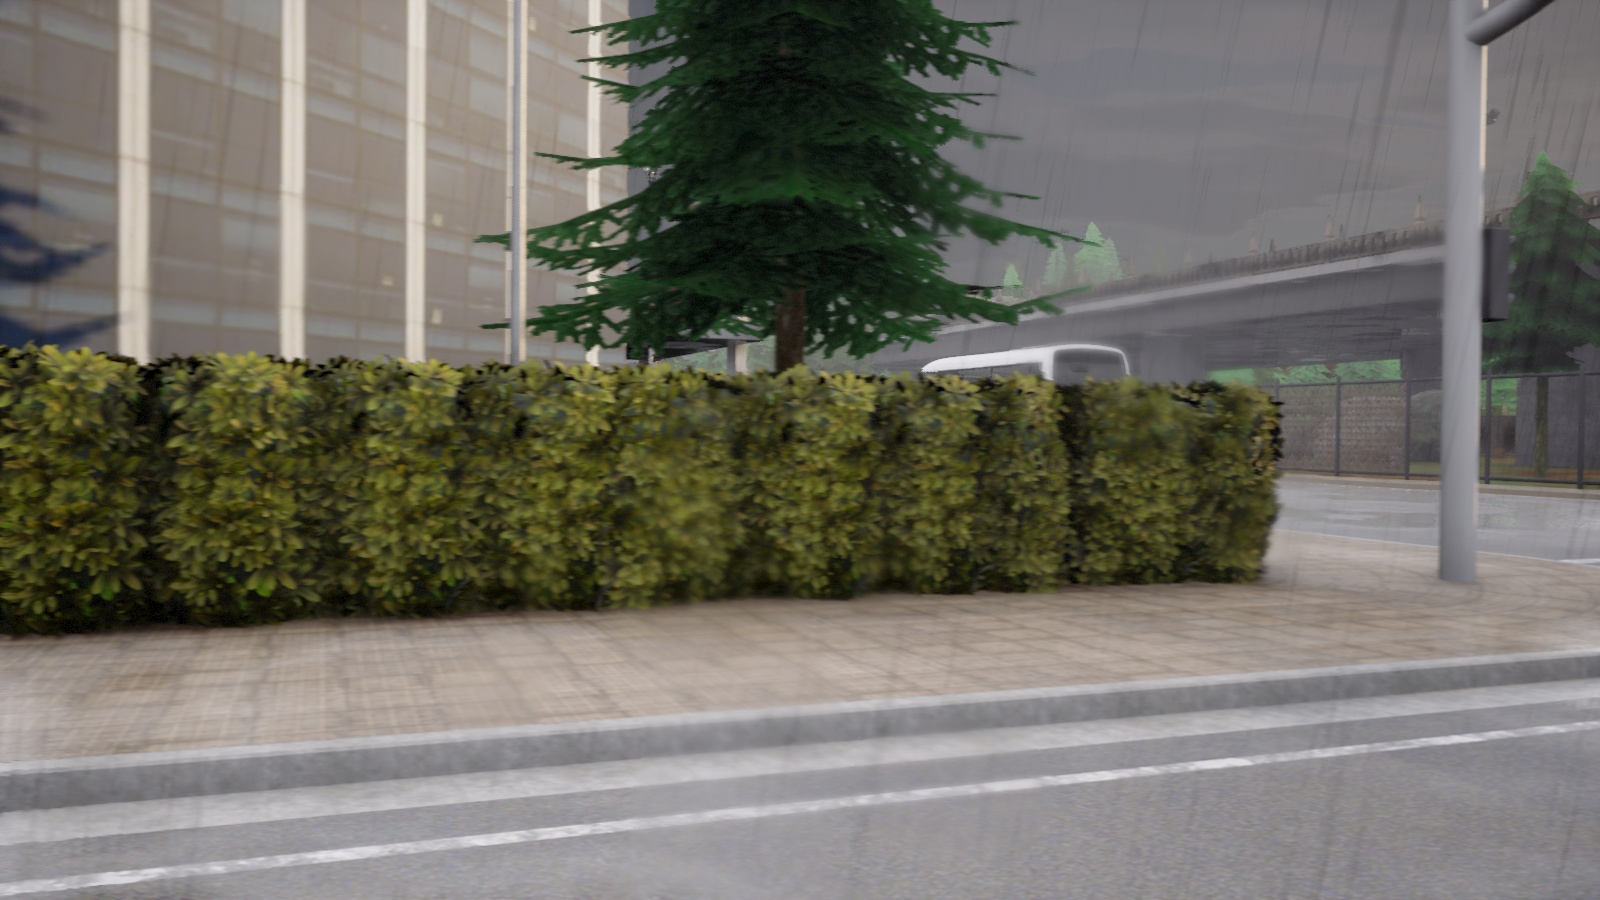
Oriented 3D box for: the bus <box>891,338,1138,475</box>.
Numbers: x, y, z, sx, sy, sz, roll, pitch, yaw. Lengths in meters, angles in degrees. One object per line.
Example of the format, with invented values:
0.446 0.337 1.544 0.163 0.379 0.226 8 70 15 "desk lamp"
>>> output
7.180 -1.435 44.430 3.944 4.253 10.273 -1 1 -21 "bus"
